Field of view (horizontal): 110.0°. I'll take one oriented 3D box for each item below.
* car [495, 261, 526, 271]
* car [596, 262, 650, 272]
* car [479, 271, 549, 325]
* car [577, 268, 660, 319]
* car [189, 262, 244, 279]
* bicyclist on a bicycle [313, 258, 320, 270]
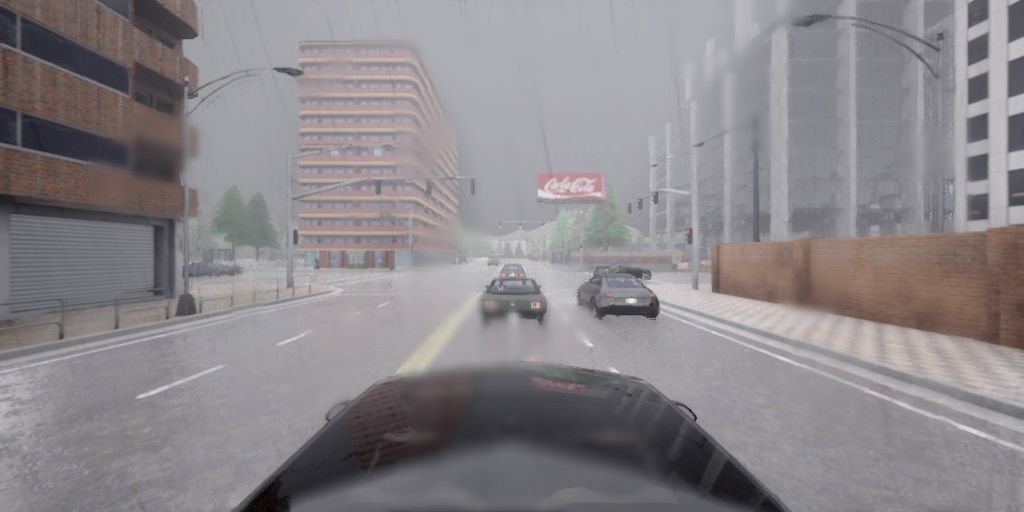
[{"bbox_3d":[0.065,1.280,25.874,2.033,1.411,5.357,0,0,0],"label":"car"},{"bbox_3d":[8.604,1.222,27.758,4.902,1.511,2.128,0,-1,-28],"label":"car"},{"bbox_3d":[0.069,1.344,11.818,1.895,1.301,4.718,0,0,0],"label":"car"},{"bbox_3d":[3.575,1.306,12.720,1.994,1.385,4.181,0,0,0],"label":"car"},{"bbox_3d":[-27.153,1.276,31.977,5.357,1.411,2.033,0,0,1],"label":"car"},{"bbox_3d":[-25.295,1.019,46.415,0.582,1.620,1.656,0,0,0],"label":"bicyclist on a bicycle"}]
